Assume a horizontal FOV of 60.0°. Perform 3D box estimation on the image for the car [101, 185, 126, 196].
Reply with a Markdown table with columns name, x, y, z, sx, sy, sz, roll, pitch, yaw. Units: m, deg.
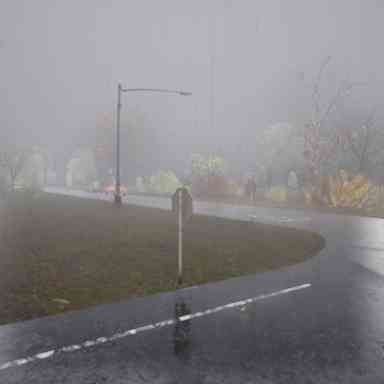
| name | x | y | z | sx | sy | sz | roll | pitch | yaw |
| --- | --- | --- | --- | --- | --- | --- | --- | --- | --- |
| car | -12.039 | -0.374 | 52.060 | 2.097 | 1.767 | 4.553 | 0 | 2 | -36 |

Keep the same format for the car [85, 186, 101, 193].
| name | x | y | z | sx | sy | sz | roll | pitch | yaw |
| --- | --- | --- | --- | --- | --- | --- | --- | --- | --- |
| car | -17.678 | -0.436 | 59.903 | 1.895 | 1.301 | 4.718 | 0 | 2 | -36 |
